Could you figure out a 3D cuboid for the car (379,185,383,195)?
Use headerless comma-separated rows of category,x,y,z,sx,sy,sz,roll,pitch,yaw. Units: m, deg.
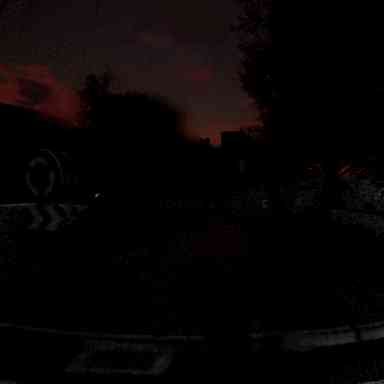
car,33.551,0.007,56.526,1.994,1.385,4.181,2,4,24

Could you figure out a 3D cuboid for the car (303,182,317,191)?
car,24.520,-1.033,70.212,2.033,1.411,5.357,2,3,24

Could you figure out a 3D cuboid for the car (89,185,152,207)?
car,-5.455,0.248,25.505,4.553,1.767,2.097,0,1,-26
